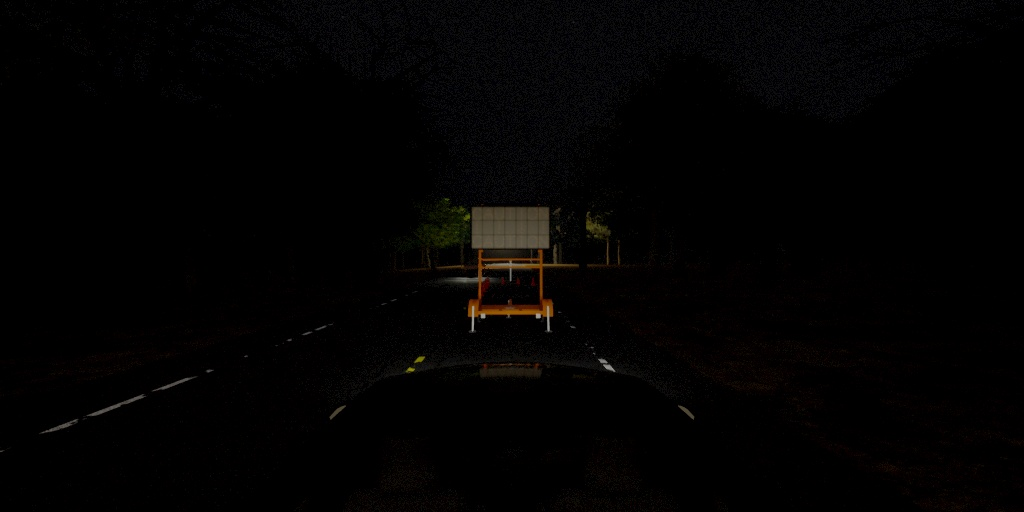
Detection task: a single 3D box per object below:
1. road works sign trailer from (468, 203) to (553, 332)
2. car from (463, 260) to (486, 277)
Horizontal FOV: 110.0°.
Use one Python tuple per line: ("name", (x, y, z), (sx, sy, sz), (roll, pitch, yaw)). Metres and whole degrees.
("road works sign trailer", (-0.043, 0.214, 10.838), (2.380, 3.560, 2.880), (0, 0, 0))
("car", (-3.665, 1.196, 35.180), (1.882, 1.535, 5.008), (0, 0, 0))
